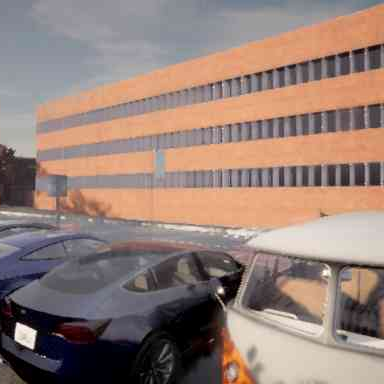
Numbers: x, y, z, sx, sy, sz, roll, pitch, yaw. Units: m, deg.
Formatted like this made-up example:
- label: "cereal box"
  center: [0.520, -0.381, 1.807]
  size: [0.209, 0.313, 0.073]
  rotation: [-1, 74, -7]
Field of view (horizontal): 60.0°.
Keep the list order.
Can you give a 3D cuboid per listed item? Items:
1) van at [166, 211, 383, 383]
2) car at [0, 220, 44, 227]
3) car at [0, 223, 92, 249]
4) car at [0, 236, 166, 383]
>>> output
- label: "van"
  center: [1.896, 1.253, 3.497]
  size: [1.878, 1.987, 4.442]
  rotation: [0, 0, 36]
- label: "car"
  center: [-4.937, 1.486, 8.518]
  size: [2.002, 1.452, 4.674]
  rotation: [0, 0, 36]
- label: "car"
  center: [-2.639, 1.497, 6.872]
  size: [2.002, 1.452, 4.674]
  rotation: [0, 0, 36]
- label: "car"
  center: [-0.320, 1.497, 5.257]
  size: [2.163, 1.488, 4.792]
  rotation: [0, 0, 36]
